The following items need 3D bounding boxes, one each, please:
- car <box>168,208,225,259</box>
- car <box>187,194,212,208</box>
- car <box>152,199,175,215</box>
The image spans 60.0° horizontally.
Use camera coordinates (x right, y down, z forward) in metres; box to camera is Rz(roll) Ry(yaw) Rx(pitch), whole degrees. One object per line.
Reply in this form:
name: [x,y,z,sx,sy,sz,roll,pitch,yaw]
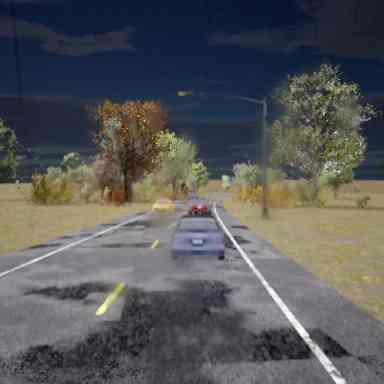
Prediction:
car: [0.225,1.555,12.598,2.033,1.411,5.357,0,0,1]
car: [0.790,1.370,31.787,2.097,1.767,4.553,0,0,2]
car: [-2.831,1.491,33.645,1.882,1.535,5.008,0,0,3]
